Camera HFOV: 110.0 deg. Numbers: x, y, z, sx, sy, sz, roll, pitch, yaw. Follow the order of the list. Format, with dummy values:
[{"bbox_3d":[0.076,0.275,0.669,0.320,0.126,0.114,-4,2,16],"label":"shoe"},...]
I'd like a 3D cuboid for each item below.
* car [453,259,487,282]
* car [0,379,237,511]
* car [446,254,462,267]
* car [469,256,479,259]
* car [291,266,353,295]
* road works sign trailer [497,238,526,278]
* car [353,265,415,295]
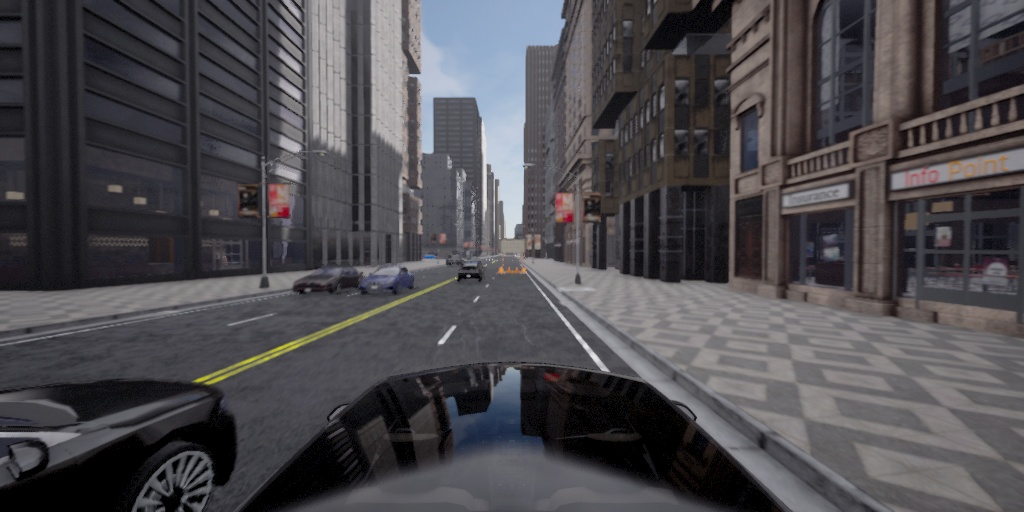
[{"bbox_3d":[-3.147,1.195,28.471,1.837,1.490,4.892,0,0,0],"label":"car"},{"bbox_3d":[-3.151,1.242,0.918,2.128,1.511,4.902,0,0,0],"label":"car"},{"bbox_3d":[-9.770,0.747,61.020,2.150,2.045,5.566,0,0,1],"label":"car"},{"bbox_3d":[-6.526,0.878,60.833,2.097,1.767,4.553,0,0,1],"label":"car"},{"bbox_3d":[-9.846,1.265,19.936,2.033,1.411,5.357,0,0,0],"label":"car"},{"bbox_3d":[0.071,0.138,33.017,2.380,3.560,2.880,0,0,0],"label":"road works sign trailer"},{"bbox_3d":[-6.605,1.245,19.555,1.812,1.442,4.674,0,0,0],"label":"car"}]
